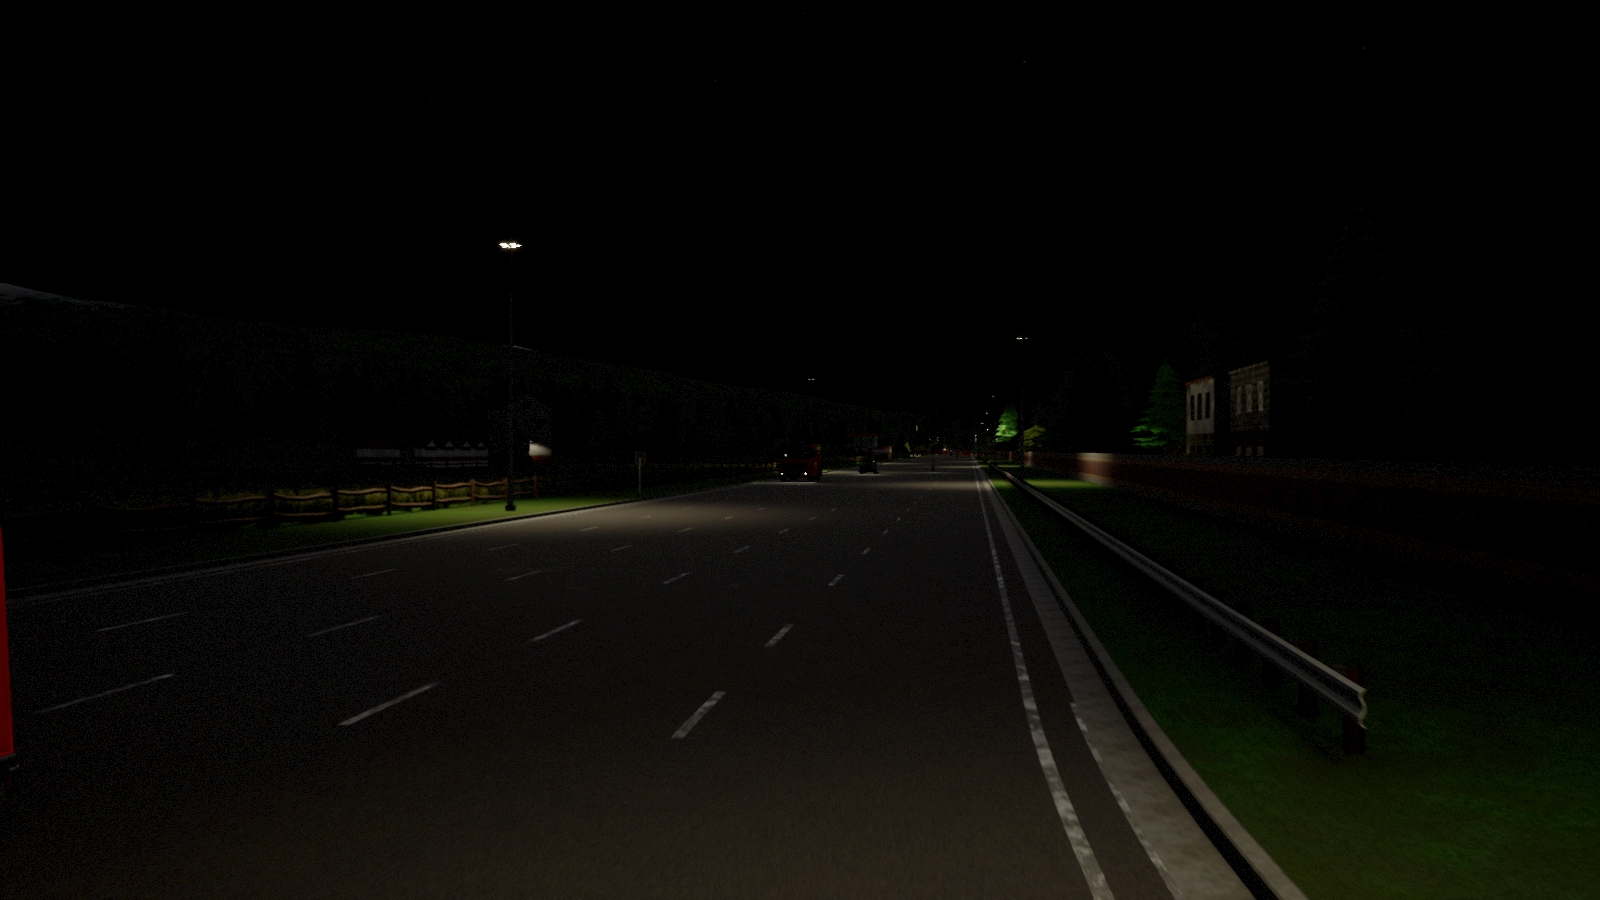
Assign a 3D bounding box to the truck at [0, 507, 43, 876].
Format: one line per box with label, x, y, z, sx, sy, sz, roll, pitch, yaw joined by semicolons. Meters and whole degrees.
truck;-6.829;1.583;5.546;2.627;2.467;5.204;0;-1;3
